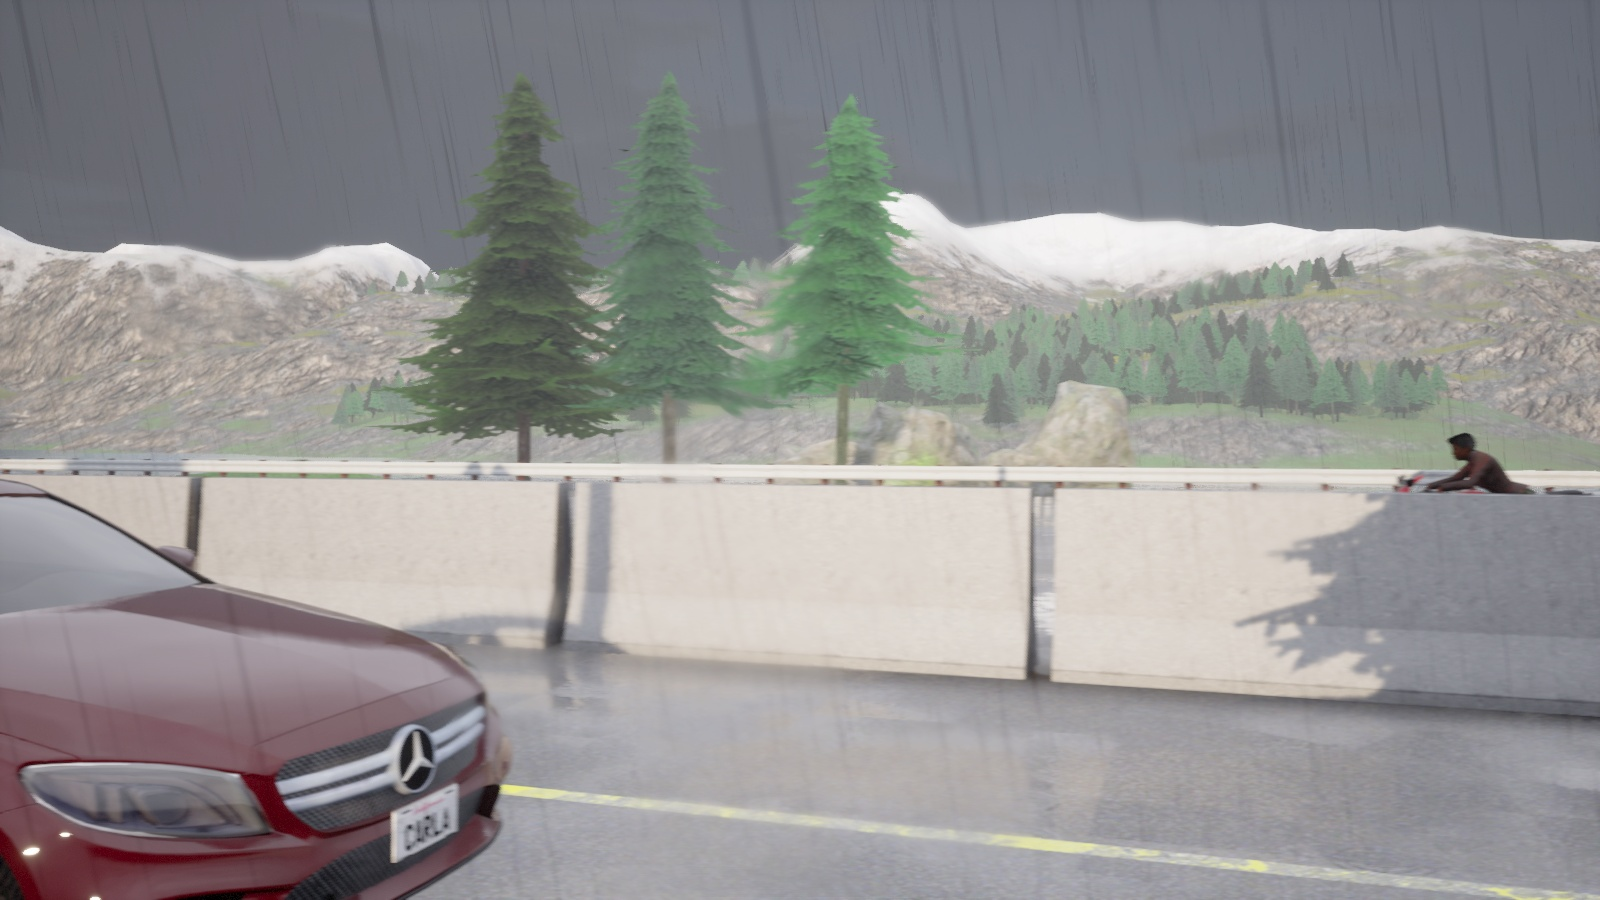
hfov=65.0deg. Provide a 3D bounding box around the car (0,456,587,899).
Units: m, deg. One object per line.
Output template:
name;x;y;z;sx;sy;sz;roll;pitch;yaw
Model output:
car;-3.252;0.763;4.289;4.674;1.442;1.812;1;1;19

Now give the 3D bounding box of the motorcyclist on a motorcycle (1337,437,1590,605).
motorcyclist on a motorcycle;6.343;0.640;12.136;2.044;1.523;0.797;0;1;19
